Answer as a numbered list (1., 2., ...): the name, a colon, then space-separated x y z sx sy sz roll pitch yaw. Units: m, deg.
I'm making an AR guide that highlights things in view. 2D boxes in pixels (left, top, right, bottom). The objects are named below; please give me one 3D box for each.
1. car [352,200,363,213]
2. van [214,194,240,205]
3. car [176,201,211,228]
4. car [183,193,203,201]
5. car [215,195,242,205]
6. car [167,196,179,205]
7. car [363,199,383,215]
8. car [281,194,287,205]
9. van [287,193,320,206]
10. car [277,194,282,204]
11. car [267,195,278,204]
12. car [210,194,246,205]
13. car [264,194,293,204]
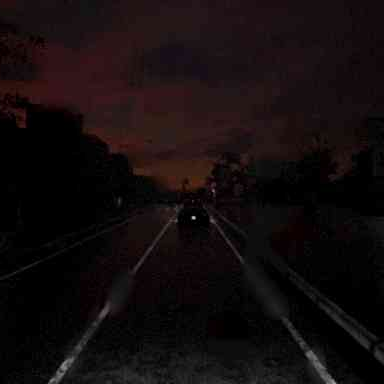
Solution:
1. car: 18.687 1.402 33.587 4.674 1.452 2.002 0 0 0
2. van: 6.348 1.328 60.889 4.442 1.987 1.878 0 -1 0
3. car: 0.101 1.511 21.867 1.994 1.385 4.181 0 0 0
4. car: 0.106 1.124 40.817 2.150 2.045 5.566 0 0 0
5. car: 6.287 1.372 57.850 4.553 1.767 2.185 0 -1 0
6. car: -3.338 1.537 58.447 1.837 1.490 4.892 0 -1 0
7. car: 18.758 1.243 30.416 4.553 1.767 2.185 0 0 0
8. car: 18.715 1.487 57.176 5.366 1.575 1.946 0 -1 0
9. van: 18.435 1.223 54.383 4.442 1.987 1.878 0 -1 0
10. car: 18.694 1.532 59.836 5.366 1.575 1.946 0 -1 0
11. car: 18.434 1.401 65.556 5.566 2.045 2.435 0 -2 -1
12. car: 6.094 1.452 54.929 5.366 1.575 1.946 0 -1 0
13. car: 18.366 1.546 71.016 5.566 2.045 2.435 0 -2 -1
